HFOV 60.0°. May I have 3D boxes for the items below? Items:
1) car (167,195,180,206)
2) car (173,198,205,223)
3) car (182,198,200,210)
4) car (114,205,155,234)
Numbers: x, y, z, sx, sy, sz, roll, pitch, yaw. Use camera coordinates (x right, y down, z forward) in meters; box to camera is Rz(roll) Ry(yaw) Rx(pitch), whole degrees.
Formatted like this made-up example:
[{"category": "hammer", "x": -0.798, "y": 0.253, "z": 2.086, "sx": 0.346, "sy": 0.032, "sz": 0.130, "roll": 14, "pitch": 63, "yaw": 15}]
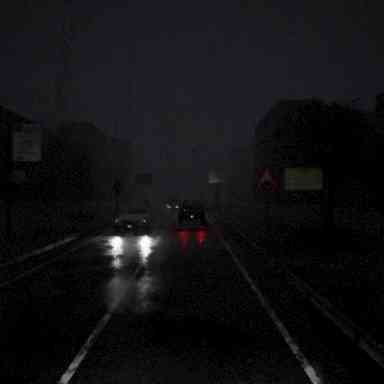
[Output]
[{"category": "car", "x": -3.382, "y": 1.498, "z": 61.443, "sx": 2.150, "sy": 2.045, "sz": 5.566, "roll": 0, "pitch": -1, "yaw": 0}, {"category": "car", "x": -0.035, "y": 1.446, "z": 24.798, "sx": 2.128, "sy": 1.511, "sz": 4.902, "roll": 0, "pitch": 0, "yaw": -1}, {"category": "car", "x": -0.142, "y": 1.492, "z": 42.419, "sx": 2.128, "sy": 1.511, "sz": 4.902, "roll": 0, "pitch": -1, "yaw": 0}, {"category": "car", "x": -3.198, "y": 1.483, "z": 19.227, "sx": 1.812, "sy": 1.442, "sz": 4.674, "roll": 1, "pitch": 0, "yaw": -1}]
